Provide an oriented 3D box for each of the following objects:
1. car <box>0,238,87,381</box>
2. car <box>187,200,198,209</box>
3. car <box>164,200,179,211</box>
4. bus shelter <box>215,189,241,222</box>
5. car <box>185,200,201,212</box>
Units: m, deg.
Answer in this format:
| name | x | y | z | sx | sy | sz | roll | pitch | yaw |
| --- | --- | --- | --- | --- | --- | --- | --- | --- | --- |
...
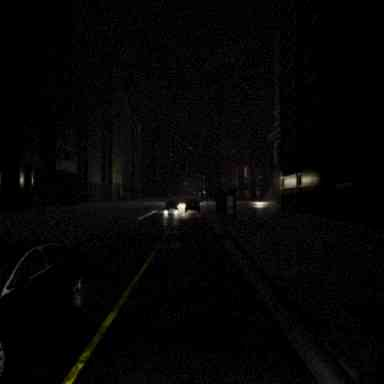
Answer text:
| name | x | y | z | sx | sy | sz | roll | pitch | yaw |
| --- | --- | --- | --- | --- | --- | --- | --- | --- | --- |
| car | -3.094 | 1.546 | 5.084 | 2.128 | 1.511 | 4.902 | 0 | -1 | 0 |
| car | 0.084 | 2.147 | 58.893 | 1.994 | 1.385 | 4.181 | 0 | -1 | 1 |
| car | -3.027 | 2.005 | 49.678 | 1.837 | 1.490 | 4.892 | 0 | -1 | 0 |
| bus shelter | 3.152 | 1.186 | 29.996 | 1.920 | 2.740 | 3.880 | 0 | -1 | 0 |
| car | 0.103 | 1.814 | 45.702 | 2.097 | 1.767 | 4.553 | 0 | -1 | 0 |
